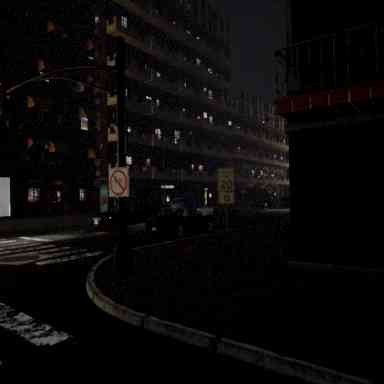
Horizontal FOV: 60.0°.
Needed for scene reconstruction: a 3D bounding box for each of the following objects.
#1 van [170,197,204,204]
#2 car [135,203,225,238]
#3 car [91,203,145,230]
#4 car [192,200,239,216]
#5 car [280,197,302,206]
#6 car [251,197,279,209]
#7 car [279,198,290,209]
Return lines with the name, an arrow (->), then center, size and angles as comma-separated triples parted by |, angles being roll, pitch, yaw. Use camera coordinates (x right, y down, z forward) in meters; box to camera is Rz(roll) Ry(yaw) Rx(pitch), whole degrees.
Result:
van -> -0.356, 1.366, 30.437 | 1.690, 1.788, 3.998 | -1, -1, 36
car -> -0.455, 1.435, 16.792 | 2.008, 1.369, 4.403 | -1, -1, 36
car -> -4.085, 1.487, 21.039 | 2.128, 1.511, 4.902 | -1, -1, 35
car -> 2.325, 1.571, 29.935 | 1.895, 1.301, 4.718 | -1, -1, 36
car -> 15.803, 1.497, 52.915 | 1.752, 1.417, 4.829 | -1, -1, 36
car -> 9.399, 1.432, 44.007 | 1.967, 1.590, 4.097 | -1, -1, 36
car -> 12.060, 1.462, 43.415 | 1.812, 1.442, 4.674 | -1, -1, 36
